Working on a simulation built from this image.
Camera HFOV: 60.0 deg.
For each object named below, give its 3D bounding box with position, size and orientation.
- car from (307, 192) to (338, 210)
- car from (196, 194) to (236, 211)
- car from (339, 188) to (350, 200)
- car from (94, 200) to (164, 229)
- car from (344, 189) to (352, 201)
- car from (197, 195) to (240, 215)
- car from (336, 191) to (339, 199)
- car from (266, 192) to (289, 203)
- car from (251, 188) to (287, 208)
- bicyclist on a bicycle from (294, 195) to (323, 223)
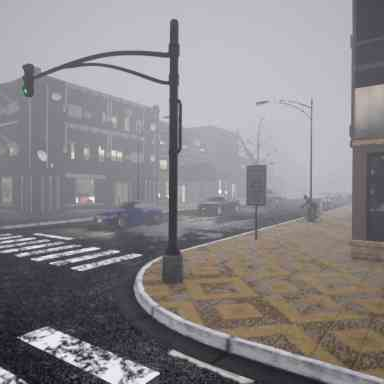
[{"bbox_3d":[12.711,0.993,33.029,2.008,1.369,4.403,2,2,35],"label":"car"},{"bbox_3d":[2.450,1.011,33.340,2.008,1.369,4.403,2,2,35],"label":"car"},{"bbox_3d":[24.284,0.572,54.508,2.033,1.411,5.357,1,1,36],"label":"car"},{"bbox_3d":[-3.600,1.248,19.843,1.812,1.442,4.674,1,1,37],"label":"car"},{"bbox_3d":[25.481,0.619,51.641,1.887,1.381,4.507,2,2,35],"label":"car"},{"bbox_3d":[2.350,1.028,28.437,1.882,1.535,5.008,1,1,35],"label":"car"},{"bbox_3d":[18.598,0.788,46.274,1.895,1.301,4.718,1,1,35],"label":"car"},{"bbox_3d":[12.170,0.767,47.203,1.802,1.307,4.206,2,2,35],"label":"car"},{"bbox_3d":[8.374,0.600,37.113,2.150,2.045,5.566,1,1,35],"label":"car"},{"bbox_3d":[6.830,1.003,19.562,1.656,1.620,0.582,0,1,35],"label":"bicyclist on a bicycle"}]
